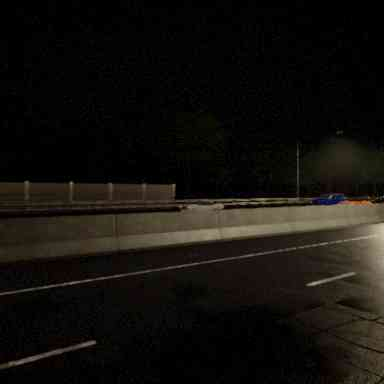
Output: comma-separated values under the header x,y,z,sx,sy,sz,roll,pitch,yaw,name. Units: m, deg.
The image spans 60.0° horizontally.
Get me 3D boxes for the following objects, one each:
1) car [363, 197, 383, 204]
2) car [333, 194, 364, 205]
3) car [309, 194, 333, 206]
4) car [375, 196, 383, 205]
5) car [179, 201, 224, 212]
x,y,z,sx,sy,sz,roll,pitch,yaw,name
21.103,1.506,36.195,4.892,1.490,1.837,1,0,-35,car
19.120,1.351,39.077,4.553,1.767,2.097,0,0,-35,car
17.216,1.225,42.012,5.566,2.045,2.150,1,0,-35,car
34.157,1.527,58.295,4.674,1.442,1.812,0,0,-35,car
1.001,1.601,34.783,4.718,1.301,1.895,0,0,-35,car
